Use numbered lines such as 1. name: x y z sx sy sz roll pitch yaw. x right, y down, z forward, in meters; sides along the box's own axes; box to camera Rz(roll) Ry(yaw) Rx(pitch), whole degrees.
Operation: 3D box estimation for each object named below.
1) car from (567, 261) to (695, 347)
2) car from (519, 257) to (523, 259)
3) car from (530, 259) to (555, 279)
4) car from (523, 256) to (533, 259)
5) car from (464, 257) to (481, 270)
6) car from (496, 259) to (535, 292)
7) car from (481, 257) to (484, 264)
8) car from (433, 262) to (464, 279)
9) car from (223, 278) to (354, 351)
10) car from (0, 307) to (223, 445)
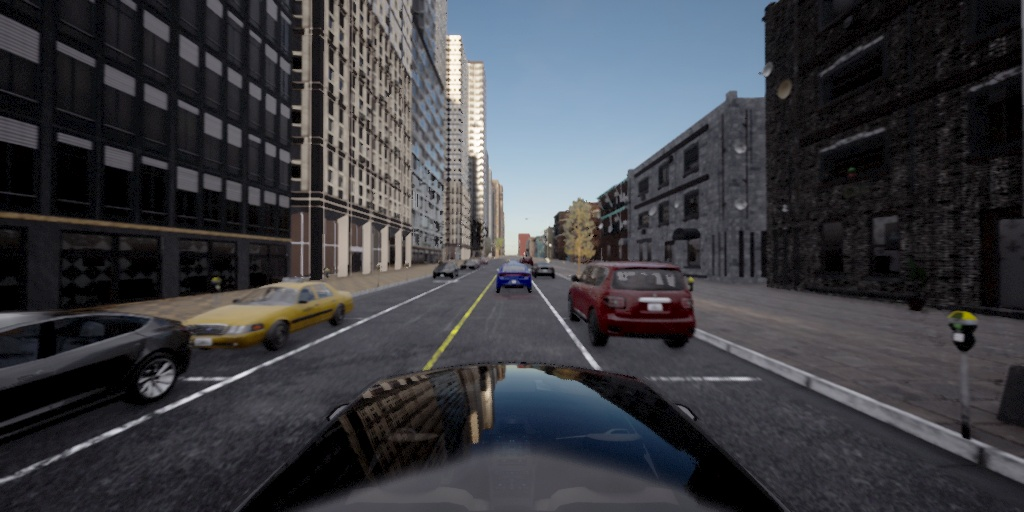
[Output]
1. car: 2.694 1.041 9.182 2.192 1.841 5.009 0 0 0
2. car: 0.107 1.126 42.824 1.812 1.442 4.674 0 0 0
3. car: 2.698 1.212 31.366 1.948 1.339 4.313 0 0 0
4. car: 2.703 0.825 64.642 2.192 1.841 5.009 0 0 0
5. car: -5.681 1.145 48.002 1.948 1.339 4.313 0 0 0
6. car: 0.104 1.163 20.861 1.882 1.535 5.008 0 0 0
7. car: -5.680 1.139 53.548 1.802 1.307 4.207 0 0 0
8. car: -5.683 1.212 31.364 1.948 1.339 4.313 0 0 0
9. car: -5.687 1.252 9.011 1.751 1.417 4.829 0 0 0
10. car: -5.688 1.310 3.636 1.948 1.339 4.313 0 0 0
